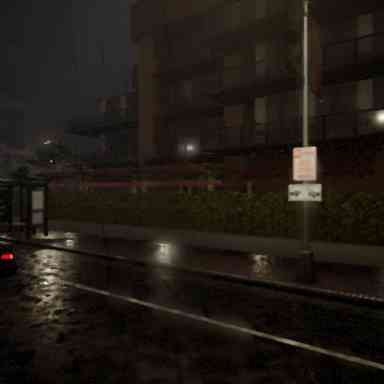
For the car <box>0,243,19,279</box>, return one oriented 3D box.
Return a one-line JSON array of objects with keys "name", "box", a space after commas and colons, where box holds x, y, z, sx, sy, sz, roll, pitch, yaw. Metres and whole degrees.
[{"name": "car", "box": [-6.615, 1.546, 8.648, 5.357, 1.411, 2.033, 0, 0, 36]}]
